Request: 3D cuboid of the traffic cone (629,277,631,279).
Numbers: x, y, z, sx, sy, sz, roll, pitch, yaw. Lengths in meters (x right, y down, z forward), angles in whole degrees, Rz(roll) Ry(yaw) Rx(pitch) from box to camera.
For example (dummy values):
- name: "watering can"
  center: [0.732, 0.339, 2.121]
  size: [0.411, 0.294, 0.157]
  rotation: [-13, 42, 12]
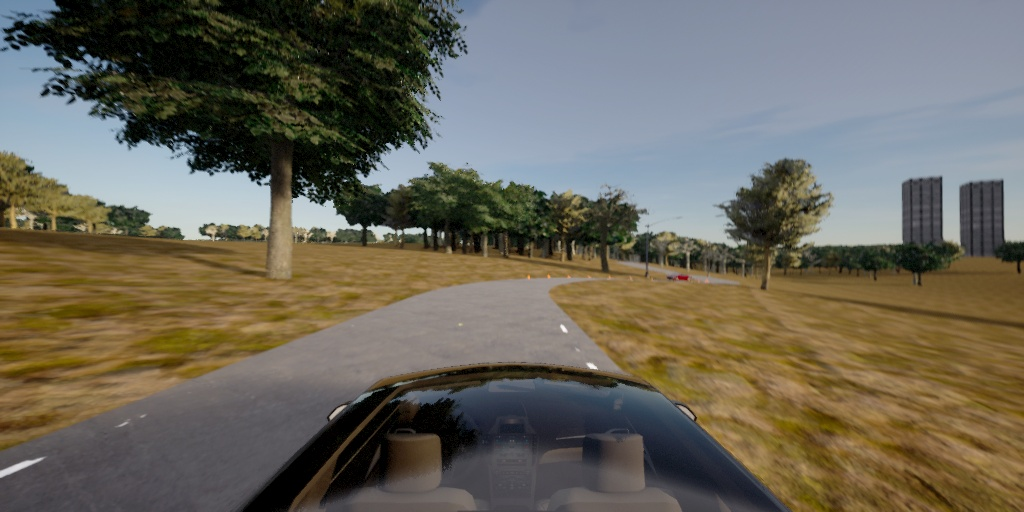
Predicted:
- name: "traffic cone"
  center: [19.933, 3.659, 60.533]
  size: [0.340, 0.580, 0.340]
  rotation: [0, 0, -32]

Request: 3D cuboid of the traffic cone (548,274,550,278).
- name: "traffic cone"
  center: [4.719, 2.566, 46.124]
  size: [0.340, 0.580, 0.340]
  rotation: [0, 0, 35]

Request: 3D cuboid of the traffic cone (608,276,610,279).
- name: "traffic cone"
  center: [15.585, 3.343, 57.549]
  size: [0.340, 0.580, 0.340]
  rotation: [0, 0, -37]

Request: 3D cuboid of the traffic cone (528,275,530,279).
- name: "traffic cone"
  center: [1.954, 2.388, 41.628]
  size: [0.340, 0.580, 0.340]
  rotation: [0, 0, 29]
